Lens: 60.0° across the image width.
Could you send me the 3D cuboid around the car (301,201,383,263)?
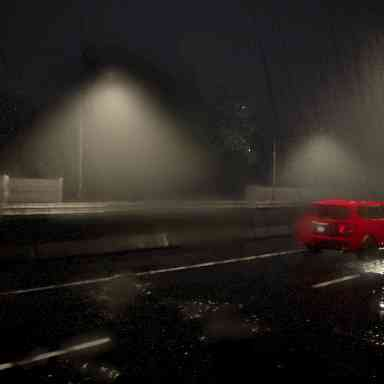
[{"bbox_3d":[6.564,1.362,12.840,5.566,2.045,2.150,0,0,-35],"label":"car"}]
